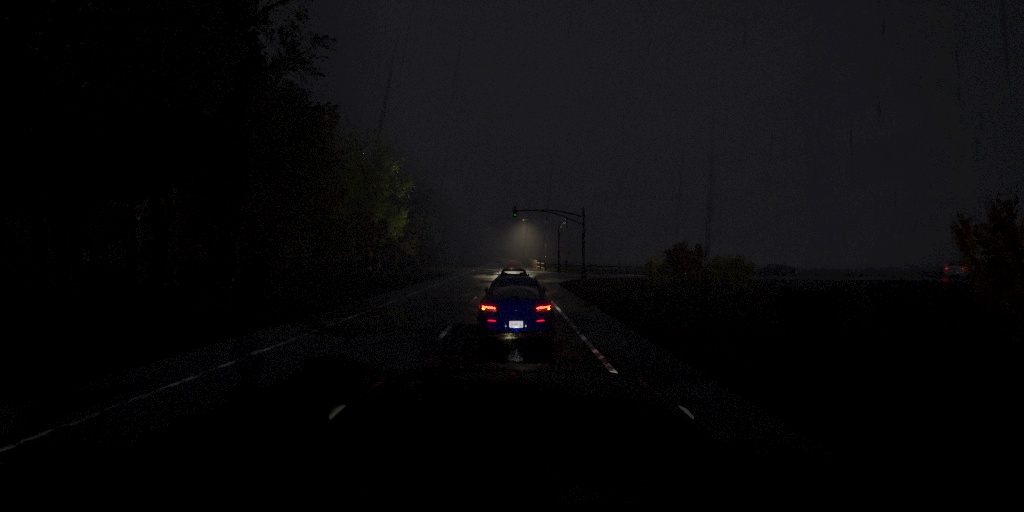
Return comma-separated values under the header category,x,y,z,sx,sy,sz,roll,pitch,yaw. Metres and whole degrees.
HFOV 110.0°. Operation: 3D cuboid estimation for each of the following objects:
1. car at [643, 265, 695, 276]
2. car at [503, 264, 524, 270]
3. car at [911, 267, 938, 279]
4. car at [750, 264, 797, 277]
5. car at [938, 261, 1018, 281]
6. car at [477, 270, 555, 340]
category,x,y,z,sx,sy,sz,roll,pitch,yaw
car,17.855,1.551,40.920,5.357,1.411,2.033,1,-1,1
car,0.091,1.319,18.628,1.994,1.385,4.181,0,0,0
car,48.526,1.940,40.720,4.718,1.301,1.895,1,-1,1
car,29.607,1.622,40.850,4.902,1.511,2.128,0,-1,0
car,48.533,1.500,37.181,5.566,2.045,2.150,1,-1,0
car,0.097,1.278,9.873,1.812,1.442,4.674,0,0,0
